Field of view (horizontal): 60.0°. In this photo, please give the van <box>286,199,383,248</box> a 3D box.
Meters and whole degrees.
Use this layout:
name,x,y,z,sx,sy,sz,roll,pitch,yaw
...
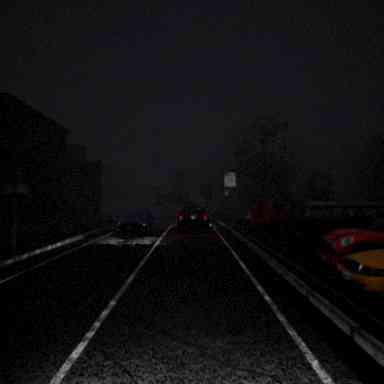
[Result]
name,x,y,z,sx,sy,sz,roll,pitch,yaw
van,6.379,1.370,13.403,4.442,1.987,1.878,0,-1,0

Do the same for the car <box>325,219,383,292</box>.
name,x,y,z,sx,sy,sz,roll,pitch,yaw
car,6.117,1.517,7.443,5.366,1.575,1.946,0,-1,0

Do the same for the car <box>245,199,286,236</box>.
name,x,y,z,sx,sy,sz,roll,pitch,yaw
car,6.244,1.454,19.594,5.566,2.045,2.435,0,-1,-1

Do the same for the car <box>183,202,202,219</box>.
name,x,y,z,sx,sy,sz,roll,pitch,yaw
car,0.030,2.253,40.738,2.150,2.045,5.566,0,-3,0

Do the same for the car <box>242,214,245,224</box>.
name,x,y,z,sx,sy,sz,roll,pitch,yaw
car,6.187,1.773,22.505,5.008,1.535,2.097,0,-1,-1

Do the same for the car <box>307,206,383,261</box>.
name,x,y,z,sx,sy,sz,roll,pitch,yaw
car,6.314,1.425,10.364,4.553,1.767,2.185,0,-1,0

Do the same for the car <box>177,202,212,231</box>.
name,x,y,z,sx,sy,sz,roll,pitch,yaw
car,0.067,1.701,23.086,2.097,1.767,4.553,0,-1,0

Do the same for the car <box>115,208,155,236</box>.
name,x,y,z,sx,sy,sz,roll,pitch,yaw
car,-3.375,1.752,20.398,1.882,1.535,5.008,0,-2,0
